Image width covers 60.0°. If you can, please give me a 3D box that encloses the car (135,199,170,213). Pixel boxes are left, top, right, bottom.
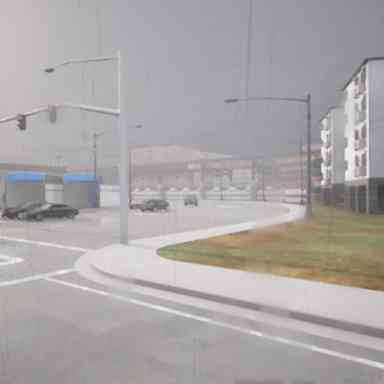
[{"bbox_3d":[-4.407,1.624,39.889,1.837,1.490,4.892,0,1,24],"label":"car"}]

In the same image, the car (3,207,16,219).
[{"bbox_3d":[-14.584,1.643,30.377,1.837,1.490,4.892,0,0,36],"label":"car"}]

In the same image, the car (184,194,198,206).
[{"bbox_3d":[-0.166,1.415,56.888,2.150,2.045,5.566,0,0,1],"label":"car"}]

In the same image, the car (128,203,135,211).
[{"bbox_3d":[-6.483,1.743,43.810,1.895,1.301,4.718,0,0,20],"label":"car"}]

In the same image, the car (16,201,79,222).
[{"bbox_3d":[-11.874,1.648,28.154,1.812,1.442,4.674,0,0,36],"label":"car"}]
